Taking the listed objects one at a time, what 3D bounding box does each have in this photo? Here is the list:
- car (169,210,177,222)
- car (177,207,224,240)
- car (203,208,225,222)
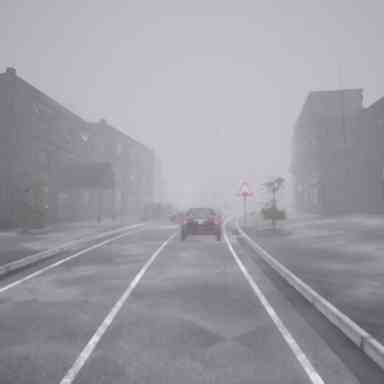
[{"bbox_3d":[-1.063,2.453,34.824,1.895,1.301,4.718,-1,-2,8],"label":"car"},{"bbox_3d":[0.575,1.632,18.979,2.097,1.767,4.553,0,-2,3],"label":"car"},{"bbox_3d":[2.543,2.484,37.456,2.033,1.411,5.357,-1,-2,9],"label":"car"}]
